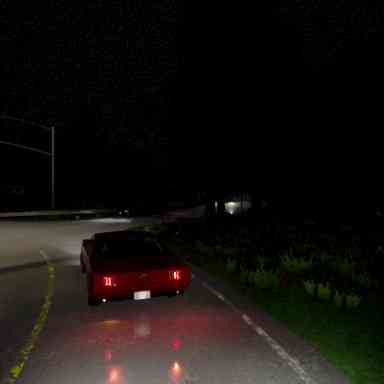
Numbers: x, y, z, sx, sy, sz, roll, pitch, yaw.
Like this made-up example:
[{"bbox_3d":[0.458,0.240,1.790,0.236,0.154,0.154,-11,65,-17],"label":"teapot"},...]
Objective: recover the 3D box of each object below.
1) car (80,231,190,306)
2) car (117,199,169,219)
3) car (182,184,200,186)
[{"bbox_3d":[-1.688,1.601,8.167,1.895,1.301,4.718,0,0,-21],"label":"car"},{"bbox_3d":[-4.166,1.406,28.863,1.837,1.490,4.892,0,2,44],"label":"car"},{"bbox_3d":[-0.481,-1.314,59.713,2.150,2.045,5.566,0,4,-24],"label":"car"}]
